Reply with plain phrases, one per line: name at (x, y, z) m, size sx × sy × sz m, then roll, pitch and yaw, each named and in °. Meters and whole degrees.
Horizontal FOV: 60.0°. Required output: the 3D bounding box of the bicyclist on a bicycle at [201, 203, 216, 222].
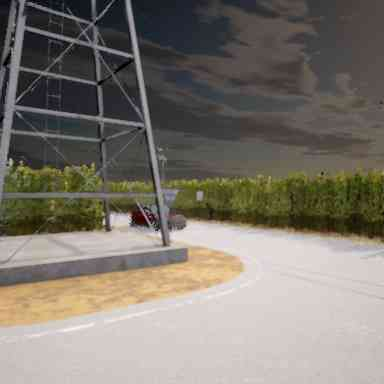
bicyclist on a bicycle at (1.418, 1.739, 28.315) m, size 1.656 × 1.620 × 0.582 m, roll 3°, pitch -2°, yaw -36°

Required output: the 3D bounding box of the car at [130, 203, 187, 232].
car at (-2.292, 1.554, 22.088) m, size 2.097 × 1.767 × 4.553 m, roll 0°, pitch 0°, yaw -36°
